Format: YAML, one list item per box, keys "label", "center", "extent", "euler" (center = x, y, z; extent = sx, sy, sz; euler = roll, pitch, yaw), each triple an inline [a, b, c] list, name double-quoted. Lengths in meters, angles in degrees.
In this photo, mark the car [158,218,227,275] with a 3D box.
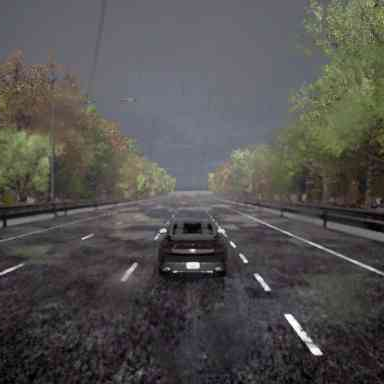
- label: "car"
  center: [0.014, 1.580, 10.464]
  extent: [1.837, 1.490, 4.892]
  euler: [0, -1, 0]
